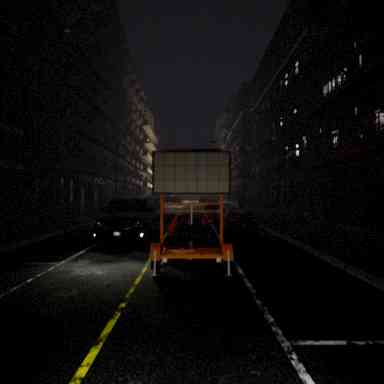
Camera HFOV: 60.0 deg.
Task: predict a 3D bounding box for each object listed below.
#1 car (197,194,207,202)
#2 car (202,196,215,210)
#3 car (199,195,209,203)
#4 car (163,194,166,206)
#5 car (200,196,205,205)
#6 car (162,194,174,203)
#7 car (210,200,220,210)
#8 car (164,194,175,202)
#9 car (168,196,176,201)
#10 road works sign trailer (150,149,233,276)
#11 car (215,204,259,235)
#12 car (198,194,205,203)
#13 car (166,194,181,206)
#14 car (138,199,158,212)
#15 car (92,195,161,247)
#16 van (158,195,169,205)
[{"bbox_3d":[2.536,1.509,85.017,2.192,1.841,5.009,1,0,0],"label":"car"},{"bbox_3d":[2.575,1.594,40.769,1.887,1.381,4.507,1,0,0],"label":"car"},{"bbox_3d":[2.578,1.589,73.955,1.967,1.590,4.097,1,0,0],"label":"car"},{"bbox_3d":[-5.300,1.376,46.363,2.192,1.841,5.009,2,0,0],"label":"car"},{"bbox_3d":[2.574,1.612,46.301,2.008,1.369,4.403,1,0,0],"label":"car"},{"bbox_3d":[-5.307,1.465,74.014,2.192,1.841,5.009,1,0,0],"label":"car"},{"bbox_3d":[2.580,1.543,24.349,1.752,1.417,4.829,1,0,0],"label":"car"},{"bbox_3d":[-5.308,1.487,79.544,2.192,1.841,5.009,1,0,0],"label":"car"},{"bbox_3d":[-5.317,1.786,90.606,1.947,1.339,4.313,1,0,0],"label":"car"},{"bbox_3d":[-0.012,0.468,10.318,2.380,3.560,2.880,0,0,0],"label":"road works sign trailer"},{"bbox_3d":[2.581,1.556,18.647,1.887,1.381,4.507,1,0,0],"label":"car"},{"bbox_3d":[2.571,1.653,62.893,1.887,1.381,4.507,1,0,0],"label":"car"},{"bbox_3d":[-2.846,1.563,55.877,1.882,1.535,5.008,0,0,0],"label":"car"},{"bbox_3d":[-5.304,1.574,40.661,1.752,1.417,4.829,2,0,0],"label":"car"},{"bbox_3d":[-2.852,1.228,15.392,2.150,2.045,5.566,0,0,0],"label":"car"},{"bbox_3d":[-5.305,1.450,62.953,1.690,1.788,3.998,1,0,0],"label":"van"}]
